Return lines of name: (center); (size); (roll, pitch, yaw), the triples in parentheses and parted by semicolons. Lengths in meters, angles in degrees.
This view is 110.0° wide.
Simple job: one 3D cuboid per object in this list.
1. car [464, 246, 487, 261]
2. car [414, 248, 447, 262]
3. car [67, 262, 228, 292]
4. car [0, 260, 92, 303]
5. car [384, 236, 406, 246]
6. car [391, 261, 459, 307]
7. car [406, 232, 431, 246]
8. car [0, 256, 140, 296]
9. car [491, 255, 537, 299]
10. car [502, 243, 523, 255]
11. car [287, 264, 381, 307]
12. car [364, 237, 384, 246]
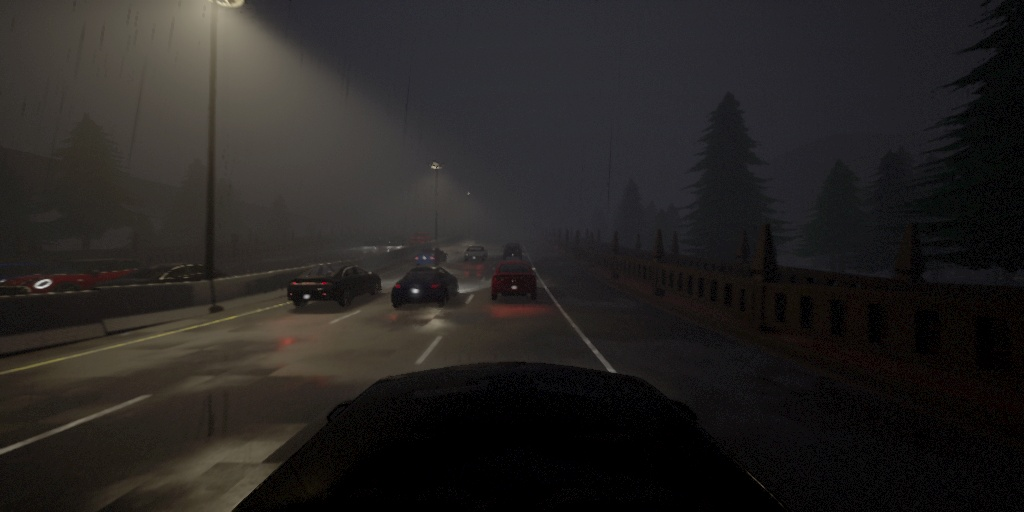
car: (-3.425, -0.318, 34.635); (1.895, 1.301, 4.718); (0, 5, 0)
car: (-6.922, -0.015, 30.880); (2.033, 1.411, 5.357); (0, 5, 0)
car: (-14.108, 1.079, 14.642); (1.837, 1.490, 4.892); (0, 2, 0)
car: (-21.108, 1.048, 14.698); (1.882, 1.535, 5.008); (0, 2, 0)
car: (-17.599, -2.366, 55.325); (1.837, 1.490, 4.892); (0, 5, 0)
car: (-3.412, 1.131, 14.683); (1.994, 1.385, 4.181); (0, 2, 0)
car: (-14.100, -2.644, 55.250); (2.150, 2.045, 5.566); (0, 5, 0)
car: (-17.608, 0.920, 14.738); (2.097, 1.767, 4.553); (0, 2, 0)
car: (0.088, 0.966, 16.488); (1.882, 1.535, 5.008); (0, 3, 0)
car: (0.073, -0.593, 36.525); (1.837, 1.490, 4.892); (0, 6, 0)
car: (-6.911, 1.067, 14.487); (2.128, 1.511, 4.902); (0, 2, 0)
car: (-21.090, -2.270, 55.340); (1.895, 1.301, 4.718); (0, 5, 1)
